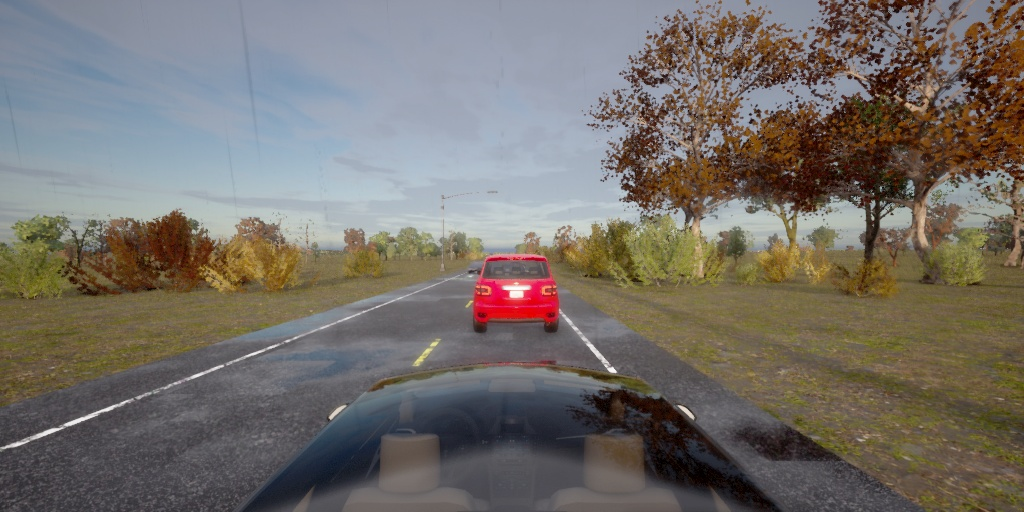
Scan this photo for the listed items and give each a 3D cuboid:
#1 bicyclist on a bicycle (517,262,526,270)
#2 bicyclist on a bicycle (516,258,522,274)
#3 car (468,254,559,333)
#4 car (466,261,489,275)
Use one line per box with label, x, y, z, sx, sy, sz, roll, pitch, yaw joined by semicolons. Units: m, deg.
bicyclist on a bicycle;0.873;1.110;30.063;0.659;1.776;1.843;0;0;0
bicyclist on a bicycle;0.802;1.107;40.075;0.659;1.776;1.843;0;0;0
car;0.083;0.968;10.884;2.150;2.045;5.566;0;0;-1
car;-3.755;1.284;39.643;2.033;1.411;5.357;0;0;-1
